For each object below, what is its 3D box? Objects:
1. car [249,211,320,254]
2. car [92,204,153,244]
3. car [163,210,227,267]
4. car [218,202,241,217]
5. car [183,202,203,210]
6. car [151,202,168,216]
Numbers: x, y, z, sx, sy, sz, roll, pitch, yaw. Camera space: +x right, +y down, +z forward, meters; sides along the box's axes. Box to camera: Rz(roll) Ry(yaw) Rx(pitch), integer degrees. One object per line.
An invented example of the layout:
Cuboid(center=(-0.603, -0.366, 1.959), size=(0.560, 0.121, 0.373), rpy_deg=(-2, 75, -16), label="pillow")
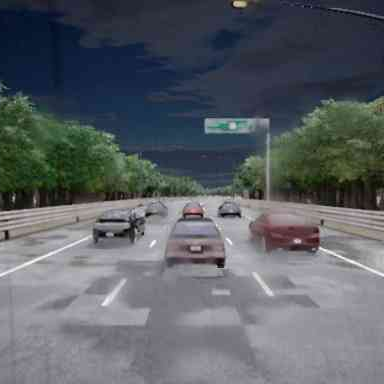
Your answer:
Cuboid(center=(3.601, 1.533, 13.780), size=(1.882, 1.535, 5.008), rpy_deg=(0, 0, 0), label="car")
Cuboid(center=(-3.398, 1.558, 16.210), size=(2.128, 1.511, 4.902), rpy_deg=(0, 0, 0), label="car")
Cuboid(center=(0.102, 1.594, 11.582), size=(2.033, 1.411, 5.357), rpy_deg=(0, 0, 0), label="car")
Cuboid(center=(3.604, 1.705, 32.612), size=(1.994, 1.385, 4.181), rpy_deg=(0, 0, 0), label="car")
Cuboid(center=(0.104, 1.705, 32.537), size=(1.994, 1.385, 4.181), rpy_deg=(0, 0, 0), label="car")
Cuboid(center=(-3.396, 1.705, 32.455), size=(1.994, 1.385, 4.181), rpy_deg=(0, 0, 0), label="car")
